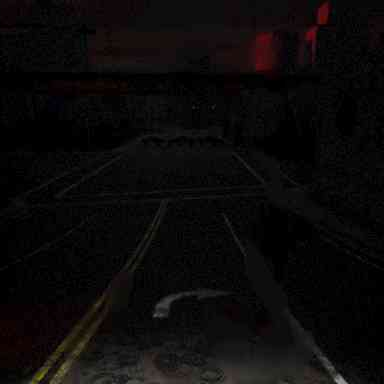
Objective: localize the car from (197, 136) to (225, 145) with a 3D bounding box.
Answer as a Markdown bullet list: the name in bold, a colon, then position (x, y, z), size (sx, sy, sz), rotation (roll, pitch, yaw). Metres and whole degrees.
- **car**: position (3.318, -9.153, 58.592), size (4.536, 1.218, 1.853), rotation (7, 15, 28)

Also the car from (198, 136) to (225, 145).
- **car**: position (3.364, -8.994, 58.605), size (4.974, 1.542, 2.038), rotation (7, 15, 28)

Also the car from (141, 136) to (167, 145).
- **car**: position (-6.654, -8.986, 57.896), size (4.536, 1.218, 1.853), rotation (13, 18, 42)

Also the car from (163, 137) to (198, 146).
- **car**: position (-2.009, -8.819, 57.875), size (4.974, 1.542, 2.038), rotation (-10, 17, -35)

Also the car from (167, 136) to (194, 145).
- **car**: position (-1.967, -8.980, 57.868), size (4.536, 1.218, 1.853), rotation (-10, 17, -35)

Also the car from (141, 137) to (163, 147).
- **car**: position (-6.617, -8.824, 57.898), size (4.974, 1.542, 2.038), rotation (13, 18, 42)
